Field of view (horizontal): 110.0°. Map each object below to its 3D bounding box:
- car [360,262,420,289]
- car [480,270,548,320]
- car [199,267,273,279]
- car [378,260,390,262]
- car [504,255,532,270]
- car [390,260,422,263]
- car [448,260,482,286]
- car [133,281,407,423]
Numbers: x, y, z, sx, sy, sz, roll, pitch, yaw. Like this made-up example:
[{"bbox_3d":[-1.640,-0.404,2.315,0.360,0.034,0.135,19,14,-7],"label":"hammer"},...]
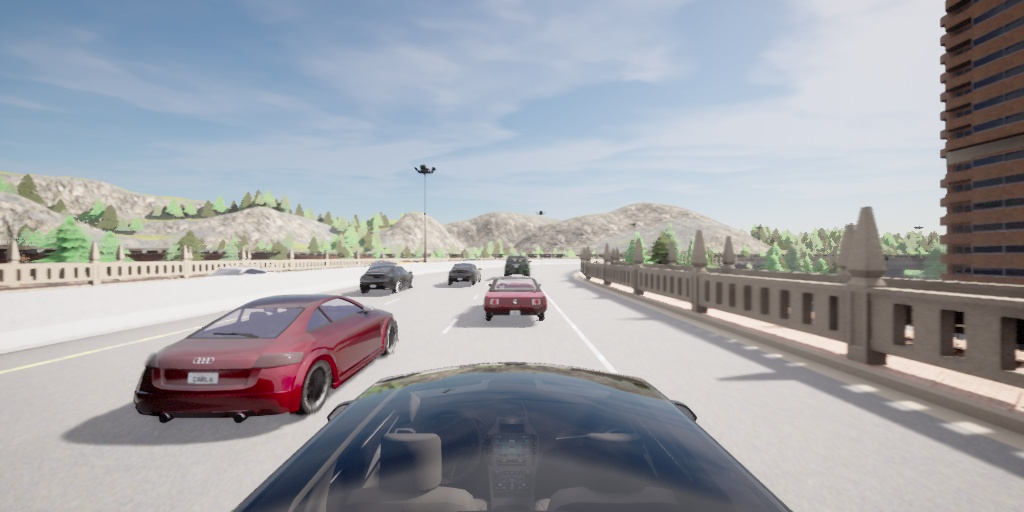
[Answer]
[{"bbox_3d":[-6.892,1.255,20.234,1.837,1.490,4.892,0,0,0],"label":"car"},{"bbox_3d":[0.098,1.351,12.550,1.895,1.301,4.718,0,0,0],"label":"car"},{"bbox_3d":[-14.065,1.276,18.321,1.812,1.442,4.674,0,0,1],"label":"car"},{"bbox_3d":[-17.915,1.299,49.392,2.033,1.411,5.357,0,0,13],"label":"car"},{"bbox_3d":[0.601,0.972,32.361,2.150,2.045,5.566,0,0,5],"label":"car"},{"bbox_3d":[-14.257,1.228,49.546,1.882,1.535,5.008,0,0,14],"label":"car"},{"bbox_3d":[-3.300,1.256,25.662,1.837,1.490,4.892,0,0,2],"label":"car"},{"bbox_3d":[-3.401,1.314,5.953,1.994,1.385,4.181,0,0,0],"label":"car"}]
